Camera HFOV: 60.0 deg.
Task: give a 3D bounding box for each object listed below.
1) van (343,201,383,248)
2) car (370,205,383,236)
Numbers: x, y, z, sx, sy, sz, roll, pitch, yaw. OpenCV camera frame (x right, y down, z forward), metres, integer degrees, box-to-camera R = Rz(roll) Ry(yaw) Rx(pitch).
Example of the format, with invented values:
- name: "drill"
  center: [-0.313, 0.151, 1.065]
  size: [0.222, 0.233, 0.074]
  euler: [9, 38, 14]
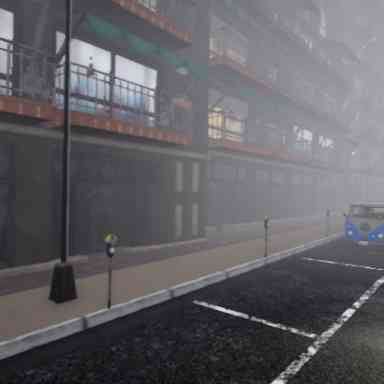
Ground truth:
- name: "van"
  center: [7.343, 1.255, 13.200]
  size: [1.690, 1.788, 3.998]
  euler: [2, 2, 40]
- name: "car"
  center: [10.985, 1.442, 17.547]
  size: [1.887, 1.381, 4.507]
  euler: [2, 2, 40]
